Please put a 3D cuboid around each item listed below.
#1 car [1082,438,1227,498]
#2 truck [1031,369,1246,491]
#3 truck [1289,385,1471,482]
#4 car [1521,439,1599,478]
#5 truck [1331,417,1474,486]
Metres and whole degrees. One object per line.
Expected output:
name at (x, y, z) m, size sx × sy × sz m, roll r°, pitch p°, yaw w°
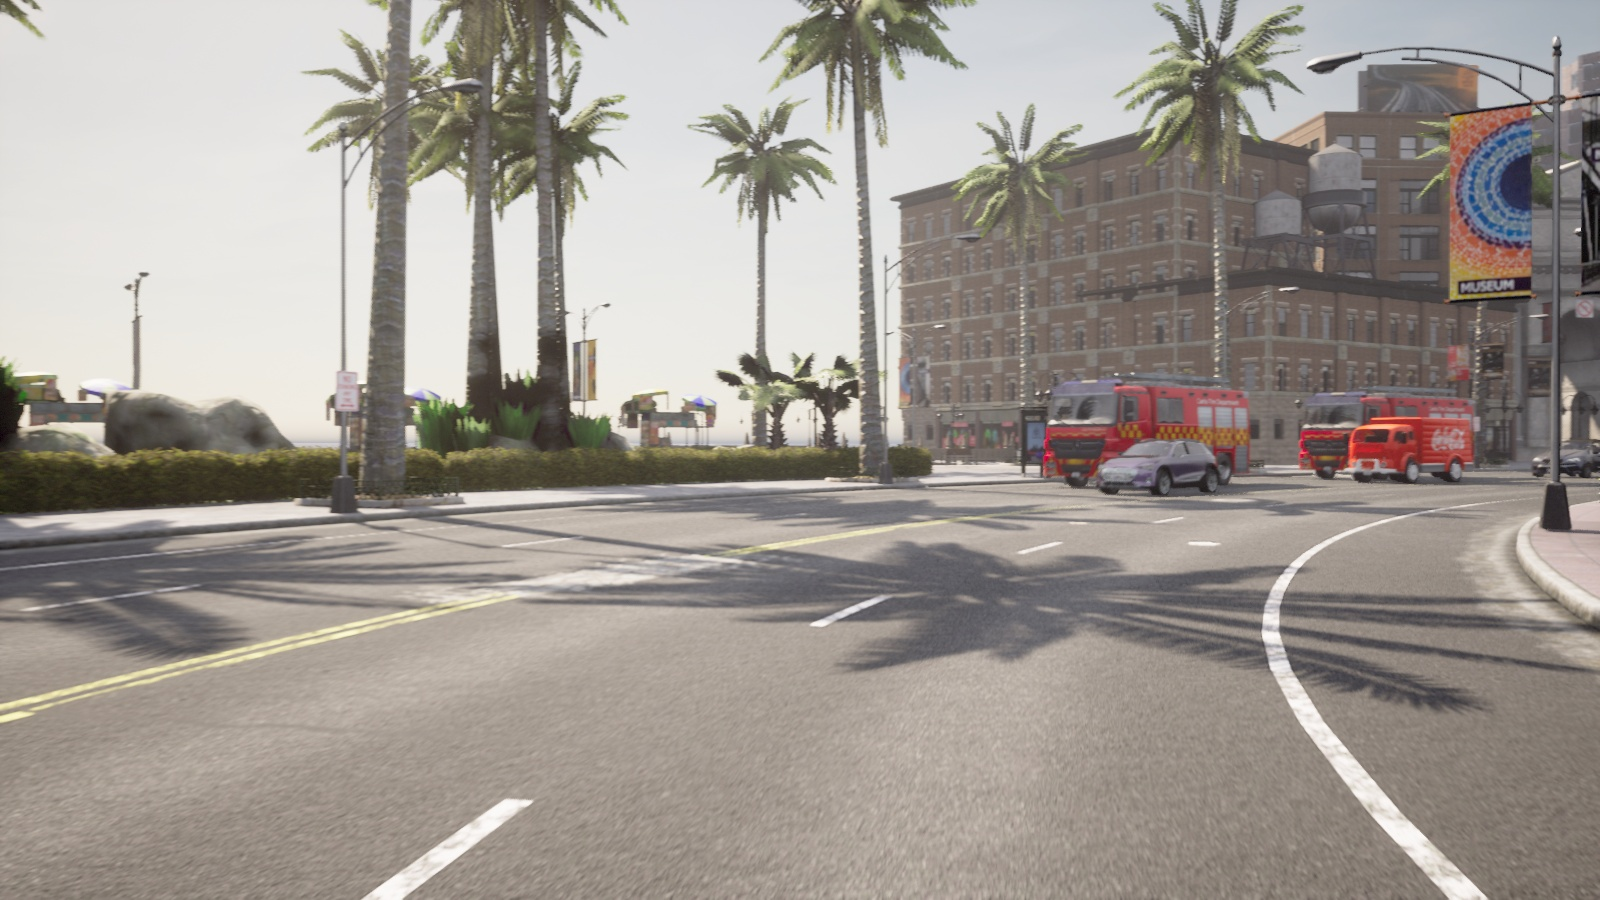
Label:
car at (10.488, 0.487, 36.914) m, size 2.033 × 1.649 × 4.856 m, roll 0°, pitch 0°, yaw 44°
truck at (11.789, -0.640, 43.156) m, size 8.468 × 3.827 × 2.891 m, roll 0°, pitch 0°, yaw -41°
truck at (24.462, -0.672, 52.826) m, size 8.468 × 3.827 × 2.891 m, roll 0°, pitch 0°, yaw -33°
car at (33.788, 0.344, 54.763) m, size 4.611 × 1.667 × 2.242 m, roll 0°, pitch 0°, yaw -33°
truck at (22.829, 0.033, 47.504) m, size 5.204 × 2.467 × 2.627 m, roll 0°, pitch 0°, yaw -34°
